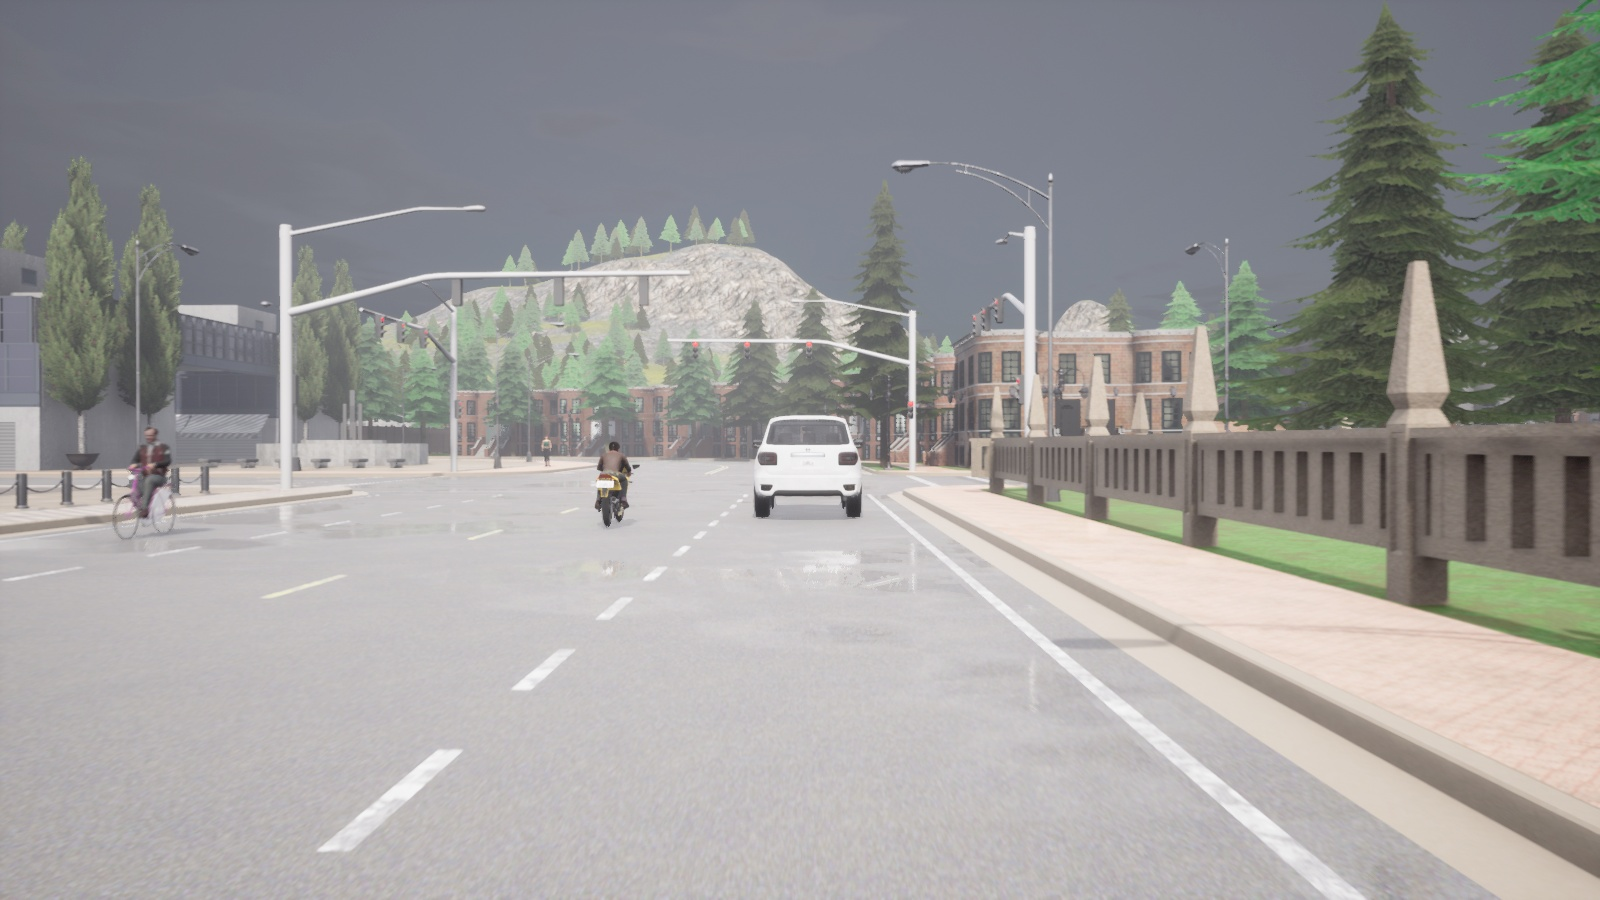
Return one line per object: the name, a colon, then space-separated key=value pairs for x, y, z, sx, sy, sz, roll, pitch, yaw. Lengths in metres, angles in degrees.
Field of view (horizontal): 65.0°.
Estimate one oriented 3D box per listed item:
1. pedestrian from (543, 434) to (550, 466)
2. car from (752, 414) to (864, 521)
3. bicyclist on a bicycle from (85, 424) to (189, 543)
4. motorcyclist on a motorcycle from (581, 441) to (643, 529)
pedestrian: x=-14.273 y=-0.004 z=70.621 sx=0.345 sy=1.836 sz=0.594 roll=0 pitch=0 yaw=-6
car: x=0.168 y=0.314 z=26.864 sx=2.150 sy=2.045 sz=5.566 roll=0 pitch=0 yaw=0
bicyclist on a bicycle: x=-10.372 y=0.498 z=19.722 sx=0.659 sy=1.776 sz=1.843 roll=0 pitch=0 yaw=0
motorcyclist on a motorcycle: x=-3.359 y=0.599 z=22.603 sx=0.797 sy=1.523 sz=2.044 roll=0 pitch=0 yaw=0
